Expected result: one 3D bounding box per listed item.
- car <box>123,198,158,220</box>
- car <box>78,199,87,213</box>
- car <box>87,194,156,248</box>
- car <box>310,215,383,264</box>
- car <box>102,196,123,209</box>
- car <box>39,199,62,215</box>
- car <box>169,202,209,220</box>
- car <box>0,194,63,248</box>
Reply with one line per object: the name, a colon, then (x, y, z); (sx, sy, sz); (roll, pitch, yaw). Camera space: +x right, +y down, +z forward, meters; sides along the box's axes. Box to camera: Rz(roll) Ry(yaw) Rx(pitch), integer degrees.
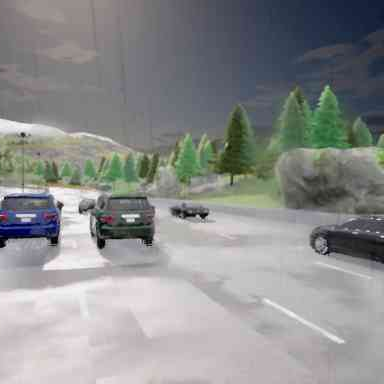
car: (-4.333, 1.330, 27.402); (1.882, 1.535, 5.008); (0, 0, -21)
car: (-10.471, 1.375, 33.712); (1.994, 1.385, 4.181); (0, 0, -21)
car: (-3.176, 1.103, 14.492); (2.150, 2.045, 5.566); (0, 0, -21)
car: (5.836, 1.473, 10.467); (1.837, 1.490, 4.892); (0, 0, -21)
car: (-10.434, 1.293, 43.478); (2.128, 1.511, 4.902); (0, 0, -21)
car: (-13.708, 1.395, 32.375); (1.895, 1.301, 4.718); (0, 0, -21)
car: (-0.369, 1.476, 26.818); (1.895, 1.301, 4.718); (0, 0, -21)
car: (-6.865, 1.078, 14.347); (2.150, 2.045, 5.566); (0, 0, -21)
